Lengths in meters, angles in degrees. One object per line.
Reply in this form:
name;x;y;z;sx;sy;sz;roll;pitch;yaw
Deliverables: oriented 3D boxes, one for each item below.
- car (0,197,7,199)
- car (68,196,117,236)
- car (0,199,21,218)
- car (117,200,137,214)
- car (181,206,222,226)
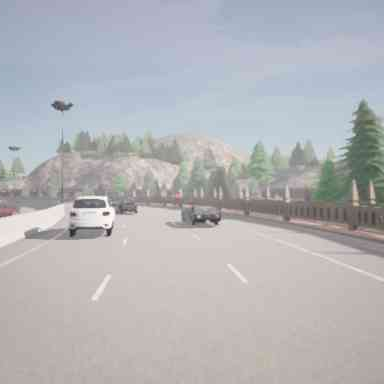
car;-35.045;1.761;61.332;2.097;1.767;4.553;0;0;-42
car;-5.590;1.264;18.979;2.150;2.045;5.566;0;0;-12
car;-14.976;1.587;26.450;1.882;1.535;5.008;0;0;-18
car;-7.302;1.580;36.627;2.128;1.511;4.902;0;0;-21
car;0.512;1.621;23.672;1.895;1.301;4.718;0;0;-13
